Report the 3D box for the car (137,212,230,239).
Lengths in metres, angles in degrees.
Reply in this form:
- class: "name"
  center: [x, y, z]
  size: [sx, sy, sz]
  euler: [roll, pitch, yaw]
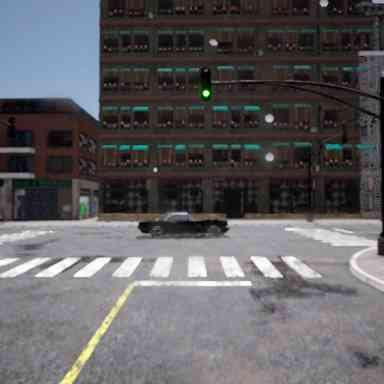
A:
- class: "car"
  center: [-0.390, 1.723, 17.601]
  size: [4.718, 1.301, 1.895]
  euler: [-1, -2, 1]
